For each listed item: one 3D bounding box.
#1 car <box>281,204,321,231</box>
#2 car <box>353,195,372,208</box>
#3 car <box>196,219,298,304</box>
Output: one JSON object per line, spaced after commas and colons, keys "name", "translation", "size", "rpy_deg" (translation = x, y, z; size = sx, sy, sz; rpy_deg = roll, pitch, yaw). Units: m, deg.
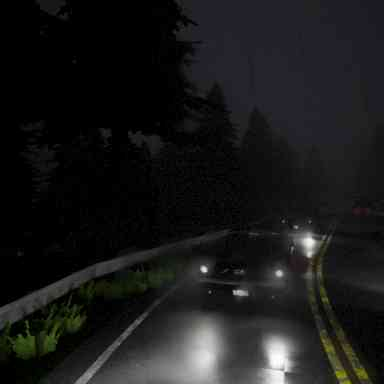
{"name": "car", "translation": [6.686, 1.459, 20.052], "size": [2.033, 1.411, 5.357], "rpy_deg": [-2, 0, 26]}
{"name": "car", "translation": [20.658, 1.057, 40.222], "size": [2.128, 1.511, 4.902], "rpy_deg": [-2, 0, 28]}
{"name": "car", "translation": [1.595, 1.598, 8.415], "size": [1.895, 1.301, 4.718], "rpy_deg": [-1, 0, 18]}
